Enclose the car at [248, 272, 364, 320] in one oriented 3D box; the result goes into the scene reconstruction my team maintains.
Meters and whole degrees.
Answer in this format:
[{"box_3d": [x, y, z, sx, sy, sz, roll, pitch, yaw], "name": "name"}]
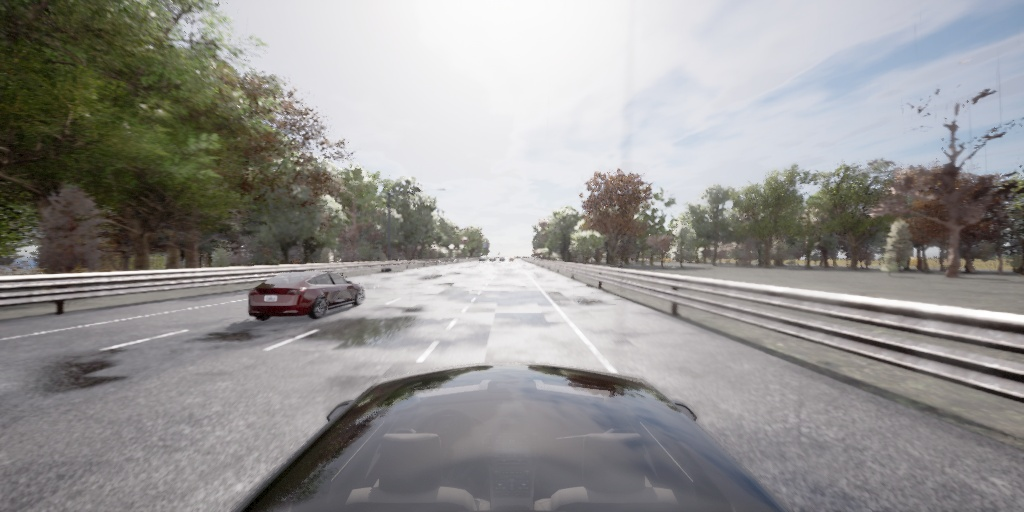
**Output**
[{"box_3d": [-6.996, 1.276, 12.731, 2.163, 1.488, 4.792, 0, 0, 0], "name": "car"}]
